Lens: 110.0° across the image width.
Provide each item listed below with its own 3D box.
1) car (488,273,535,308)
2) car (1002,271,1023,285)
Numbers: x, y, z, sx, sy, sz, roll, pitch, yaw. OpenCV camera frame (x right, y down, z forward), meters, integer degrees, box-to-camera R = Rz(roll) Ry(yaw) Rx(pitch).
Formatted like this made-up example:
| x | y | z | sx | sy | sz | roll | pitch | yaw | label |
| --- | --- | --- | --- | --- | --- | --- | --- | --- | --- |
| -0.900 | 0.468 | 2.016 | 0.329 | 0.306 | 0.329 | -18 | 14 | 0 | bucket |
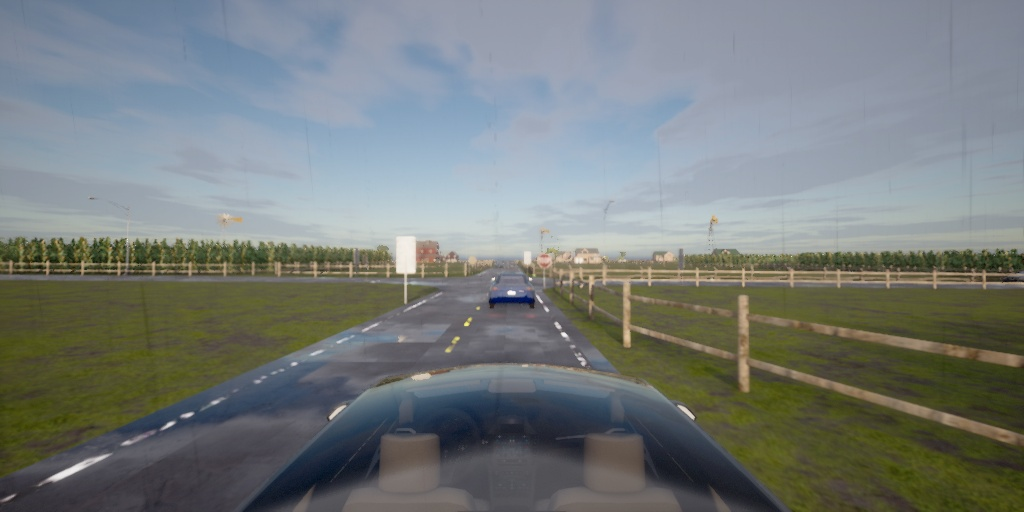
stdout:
| x | y | z | sx | sy | sz | roll | pitch | yaw | label |
| --- | --- | --- | --- | --- | --- | --- | --- | --- | --- |
| 0.002 | 1.449 | 16.193 | 1.994 | 1.385 | 4.181 | 0 | 0 | 0 | car |
| 48.763 | 1.999 | 33.245 | 4.892 | 1.490 | 1.837 | 1 | 0 | 1 | car |
